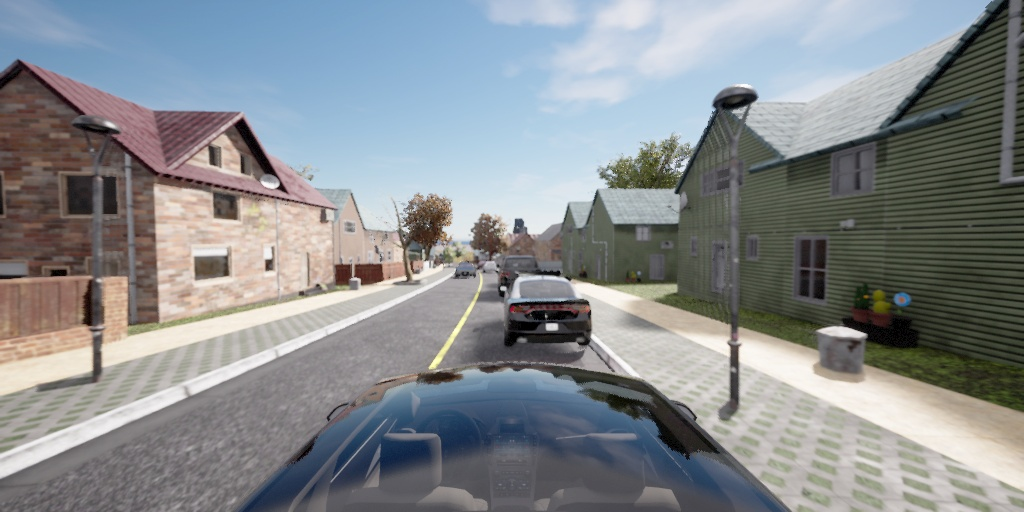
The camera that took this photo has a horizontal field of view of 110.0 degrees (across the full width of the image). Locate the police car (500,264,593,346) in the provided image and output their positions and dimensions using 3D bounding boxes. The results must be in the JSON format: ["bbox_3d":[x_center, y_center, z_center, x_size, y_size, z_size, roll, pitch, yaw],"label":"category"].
[{"bbox_3d":[0.717,1.183,9.571,1.930,1.638,5.238,0,0,-1],"label":"police car"}]

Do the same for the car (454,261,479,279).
[{"bbox_3d":[-4.456,1.434,34.679,1.994,1.385,4.181,0,0,-5],"label":"car"}]

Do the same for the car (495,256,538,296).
[{"bbox_3d":[0.338,1.009,19.549,2.150,2.045,5.566,0,0,-3],"label":"car"}]

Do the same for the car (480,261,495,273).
[{"bbox_3d":[-2.888,1.464,47.594,1.812,1.442,4.674,0,0,-7],"label":"car"}]
